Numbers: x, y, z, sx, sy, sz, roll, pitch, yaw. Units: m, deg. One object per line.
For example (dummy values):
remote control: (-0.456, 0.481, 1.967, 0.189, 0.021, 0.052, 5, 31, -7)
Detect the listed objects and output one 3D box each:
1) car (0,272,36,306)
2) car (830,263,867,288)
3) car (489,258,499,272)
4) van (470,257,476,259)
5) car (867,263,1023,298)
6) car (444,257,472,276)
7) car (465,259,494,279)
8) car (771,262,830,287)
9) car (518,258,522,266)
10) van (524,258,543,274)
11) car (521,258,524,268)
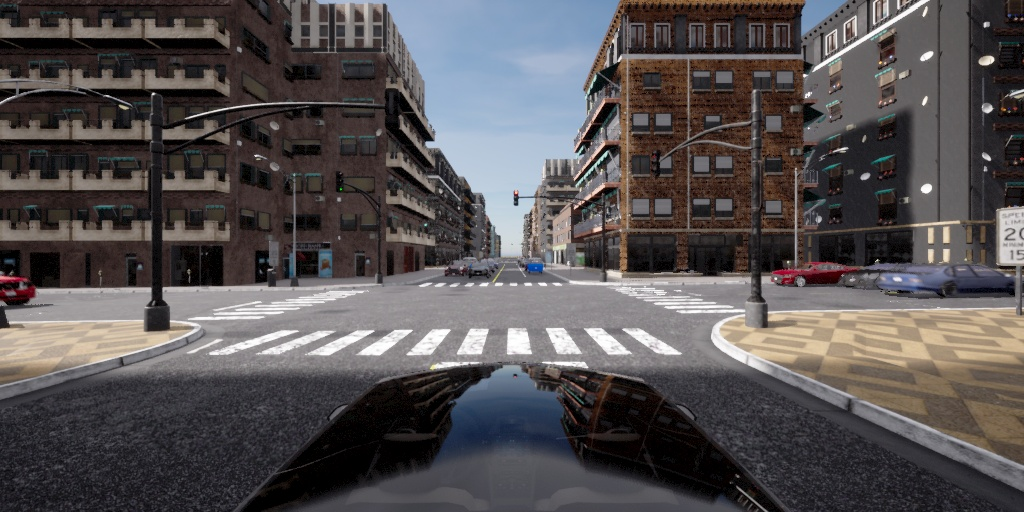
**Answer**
car: (-24.254, 1.298, 15.385, 5.566, 2.045, 2.150, -1, 0, 0)
car: (19.404, 1.027, 18.354, 4.181, 1.385, 1.994, -1, 0, 0)
car: (-2.951, 1.287, 43.073, 2.033, 1.411, 5.357, 0, 0, -1)
van: (-5.517, 1.079, 47.046, 1.690, 1.789, 3.998, 0, 0, 0)
car: (19.154, 1.016, 15.503, 5.357, 1.411, 2.033, -1, 0, 0)
car: (-5.525, 1.182, 35.882, 1.967, 1.591, 4.097, 0, 0, 0)
car: (-2.921, 1.248, 33.172, 1.837, 1.490, 4.892, 0, 0, 0)
car: (17.555, 1.033, 20.814, 4.507, 1.381, 1.888, 0, 0, 0)
car: (2.434, 1.300, 58.227, 1.948, 1.339, 4.313, 0, 0, 0)
van: (2.602, 1.081, 40.861, 1.690, 1.789, 3.998, 0, 0, 0)
car: (2.552, 1.283, 47.065, 1.888, 1.381, 4.507, 0, 0, 0)
